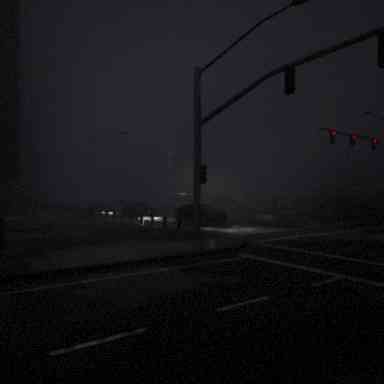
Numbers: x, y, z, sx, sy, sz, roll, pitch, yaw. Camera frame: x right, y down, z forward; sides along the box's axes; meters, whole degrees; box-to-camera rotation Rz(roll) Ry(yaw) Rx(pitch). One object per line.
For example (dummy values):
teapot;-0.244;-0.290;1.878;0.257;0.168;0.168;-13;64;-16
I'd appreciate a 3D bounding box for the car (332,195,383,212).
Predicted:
car;19.845;1.363;40.091;1.932;1.855;4.605;0;0;-36

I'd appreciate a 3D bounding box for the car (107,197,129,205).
car;-14.170;1.684;63.396;2.033;1.411;5.357;0;0;-36

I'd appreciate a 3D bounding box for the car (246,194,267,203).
car;14.758;1.455;76.446;1.932;1.855;4.605;0;0;-36

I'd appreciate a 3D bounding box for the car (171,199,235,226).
car;0.615;1.557;24.606;1.882;1.535;5.008;0;0;-36

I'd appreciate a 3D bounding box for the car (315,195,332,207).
car;28.016;1.483;67.398;1.932;1.855;4.605;0;0;-36

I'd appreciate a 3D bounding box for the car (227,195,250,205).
car;10.242;1.667;73.169;1.970;1.475;3.806;0;0;-36

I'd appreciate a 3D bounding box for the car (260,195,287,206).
car;14.304;1.636;57.522;1.970;1.475;3.806;0;0;-36

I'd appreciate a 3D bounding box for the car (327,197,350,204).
car;30.412;1.709;69.025;1.784;1.438;3.905;0;0;-36

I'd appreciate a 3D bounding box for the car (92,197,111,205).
car;-16.507;1.682;60.800;1.994;1.385;4.181;0;0;-36

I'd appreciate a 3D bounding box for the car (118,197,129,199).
car;-11.335;1.610;53.611;2.128;1.511;4.902;0;0;-36

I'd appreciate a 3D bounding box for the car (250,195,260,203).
car;12.601;1.651;74.848;1.784;1.438;3.905;0;0;-36

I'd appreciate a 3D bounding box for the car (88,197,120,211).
car;-11.270;1.627;41.186;2.033;1.411;5.357;0;0;-36

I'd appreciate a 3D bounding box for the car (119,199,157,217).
car;-5.170;1.643;32.671;1.994;1.385;4.181;0;0;-36

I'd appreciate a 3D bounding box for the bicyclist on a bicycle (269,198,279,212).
bicyclist on a bicycle;9.241;1.458;37.431;1.656;1.620;0.582;0;0;-36
